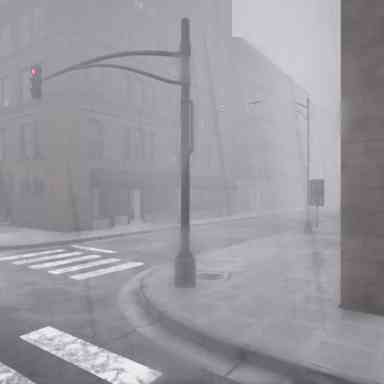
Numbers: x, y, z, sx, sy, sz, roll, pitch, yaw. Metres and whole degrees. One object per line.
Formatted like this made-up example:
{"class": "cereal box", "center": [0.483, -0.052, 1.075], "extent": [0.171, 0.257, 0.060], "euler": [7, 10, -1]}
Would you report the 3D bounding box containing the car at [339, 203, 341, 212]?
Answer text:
{"class": "car", "center": [20.524, 1.760, 43.104], "extent": [1.882, 1.535, 5.008], "euler": [0, 0, 36]}
